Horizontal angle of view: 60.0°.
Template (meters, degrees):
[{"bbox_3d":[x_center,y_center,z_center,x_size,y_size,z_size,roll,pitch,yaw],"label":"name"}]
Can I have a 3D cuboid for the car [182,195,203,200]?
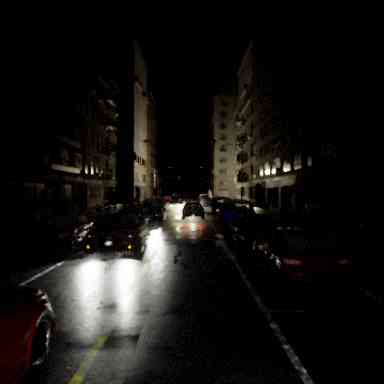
[{"bbox_3d":[0.073,1.499,45.299,2.128,1.511,4.902,0,0,0],"label":"car"}]

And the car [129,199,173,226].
[{"bbox_3d":[-2.804,1.487,23.679,2.128,1.511,4.902,0,0,0],"label":"car"}]

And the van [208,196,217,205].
[{"bbox_3d":[2.634,1.339,30.838,1.690,1.788,3.998,0,0,0],"label":"van"}]

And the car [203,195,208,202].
[{"bbox_3d":[2.223,1.537,51.741,1.812,1.442,4.674,0,0,0],"label":"car"}]

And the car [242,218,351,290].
[{"bbox_3d":[2.637,1.577,8.795,1.802,1.307,4.206,0,0,0],"label":"car"}]

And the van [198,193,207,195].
[{"bbox_3d":[2.632,1.362,69.414,1.690,1.788,3.998,0,0,0],"label":"van"}]

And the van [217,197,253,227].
[{"bbox_3d":[2.636,1.335,19.816,1.690,1.788,3.998,0,0,0],"label":"van"}]

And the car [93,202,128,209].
[{"bbox_3d":[-5.389,1.545,19.815,2.008,1.369,4.403,0,0,0],"label":"car"}]

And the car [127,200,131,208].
[{"bbox_3d":[-5.391,1.438,30.837,1.967,1.590,4.097,0,0,0],"label":"car"}]

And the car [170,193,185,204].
[{"bbox_3d":[-2.805,1.368,59.379,2.097,1.767,4.553,0,0,1],"label":"car"}]

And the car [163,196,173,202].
[{"bbox_3d":[-5.394,1.590,74.925,1.947,1.339,4.313,0,0,0],"label":"car"}]

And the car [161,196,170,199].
[{"bbox_3d":[-5.393,1.598,58.392,1.802,1.307,4.206,0,0,0],"label":"car"}]

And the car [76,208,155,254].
[{"bbox_3d":[-2.846,1.559,13.334,1.994,1.385,4.181,0,0,0],"label":"car"}]

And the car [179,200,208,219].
[{"bbox_3d":[0.102,1.598,28.853,1.895,1.301,4.718,0,0,0],"label":"car"}]

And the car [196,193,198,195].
[{"bbox_3d":[2.631,1.339,74.926,2.192,1.841,5.009,0,0,0],"label":"car"}]

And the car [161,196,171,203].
[{"bbox_3d":[-5.393,1.566,69.414,1.887,1.381,4.507,0,0,0],"label":"car"}]

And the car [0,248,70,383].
[{"bbox_3d":[-2.848,1.563,2.840,1.994,1.385,4.181,0,0,0],"label":"car"}]

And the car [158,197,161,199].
[{"bbox_3d":[-5.391,1.556,41.858,2.008,1.369,4.403,0,0,0],"label":"car"}]

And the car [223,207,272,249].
[{"bbox_3d":[2.636,1.560,14.306,1.947,1.339,4.313,0,0,0],"label":"car"}]

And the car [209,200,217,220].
[{"bbox_3d":[2.635,1.546,25.327,2.008,1.369,4.403,0,0,0],"label":"car"}]

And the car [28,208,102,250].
[{"bbox_3d":[-5.389,1.577,14.305,1.802,1.307,4.206,0,0,0],"label":"car"}]
